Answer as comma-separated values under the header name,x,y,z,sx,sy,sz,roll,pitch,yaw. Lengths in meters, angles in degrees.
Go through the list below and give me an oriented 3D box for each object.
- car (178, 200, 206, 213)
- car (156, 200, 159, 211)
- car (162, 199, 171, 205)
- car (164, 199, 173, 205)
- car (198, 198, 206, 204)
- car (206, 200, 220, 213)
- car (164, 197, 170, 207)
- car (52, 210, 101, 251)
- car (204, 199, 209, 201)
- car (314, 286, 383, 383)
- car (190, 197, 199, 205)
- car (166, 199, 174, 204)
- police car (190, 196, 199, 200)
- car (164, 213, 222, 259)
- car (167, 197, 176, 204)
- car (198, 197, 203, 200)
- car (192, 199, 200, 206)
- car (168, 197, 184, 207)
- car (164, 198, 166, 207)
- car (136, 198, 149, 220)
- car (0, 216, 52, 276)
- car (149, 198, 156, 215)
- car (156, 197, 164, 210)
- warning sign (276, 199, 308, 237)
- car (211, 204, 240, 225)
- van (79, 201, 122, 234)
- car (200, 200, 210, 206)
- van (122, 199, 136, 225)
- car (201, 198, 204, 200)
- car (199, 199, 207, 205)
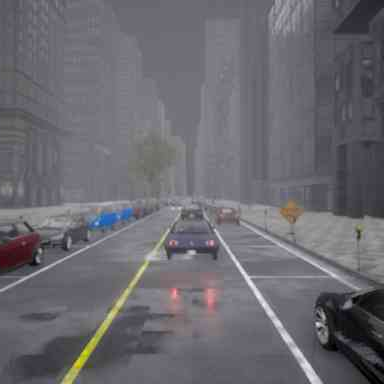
name,x,y,z,sx,sy,sz,roll,pitch,yaw
car,0.012,1.780,29.251,1.882,1.535,5.008,0,0,0
car,-5.784,2.013,43.169,1.947,1.339,4.313,0,-1,0
car,-5.802,2.334,77.061,1.752,1.417,4.829,0,-1,0
car,-5.805,2.455,82.908,1.802,1.307,4.206,0,-1,0
car,2.717,2.374,88.599,1.967,1.590,4.097,0,-1,0
car,2.743,1.938,37.503,2.008,1.369,4.403,0,-1,0
car,-5.796,2.002,65.879,2.192,1.841,5.009,0,-1,0
car,-5.770,1.705,14.783,2.008,1.369,4.403,0,-1,0
car,2.738,2.088,48.857,1.802,1.307,4.206,0,-1,0
car,2.760,1.602,3.438,1.947,1.339,4.313,0,-1,0
car,0.688,2.220,82.906,2.097,1.767,4.553,0,-1,0
car,-5.808,2.517,88.585,1.802,1.307,4.206,0,-1,0
police car,0.867,2.125,67.055,1.930,1.638,5.238,0,-1,0
car,0.009,1.738,13.242,1.895,1.301,4.718,0,-1,0
car,-5.811,2.312,94.265,2.192,1.841,5.009,0,-1,0
car,2.729,2.127,65.891,1.967,1.590,4.097,0,-1,0
car,0.862,2.333,76.943,1.812,1.442,4.674,0,-1,0
car,-3.058,2.235,64.591,1.994,1.385,4.181,0,-1,1
car,-5.790,2.117,54.523,2.008,1.369,4.403,0,-1,0
car,-5.779,1.645,31.818,2.192,1.841,5.009,0,-1,0
car,-5.768,1.536,9.107,1.967,1.590,4.097,0,-1,0
car,-5.782,1.703,37.495,2.192,1.841,5.009,0,-1,0
car,-5.788,1.822,48.849,2.192,1.841,5.009,0,-1,0
warning sign,5.060,1.290,16.952,1.300,1.860,1.060,0,-1,0
car,2.749,1.852,26.148,1.802,1.307,4.206,0,-1,0
van,-5.773,1.553,20.463,1.690,1.788,3.998,0,-1,0
car,2.726,2.314,71.567,1.947,1.339,4.313,0,-1,0
van,-5.776,1.612,26.140,1.690,1.788,3.998,0,-1,0
car,2.735,2.093,54.705,1.752,1.417,4.829,0,-1,0
car,2.720,2.423,82.921,2.008,1.369,4.403,0,-1,0
